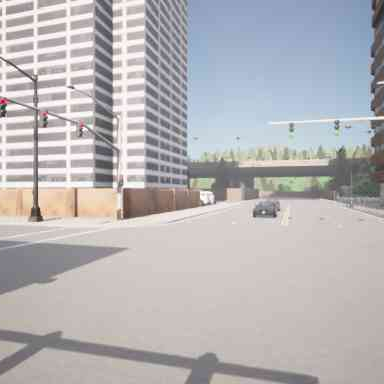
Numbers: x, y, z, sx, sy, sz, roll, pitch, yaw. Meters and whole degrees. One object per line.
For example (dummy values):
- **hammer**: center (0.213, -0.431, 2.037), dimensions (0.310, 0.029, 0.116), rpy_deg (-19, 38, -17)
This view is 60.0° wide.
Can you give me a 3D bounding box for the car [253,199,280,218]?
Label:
- **car**: center (6.777, 1.574, 30.605), dimensions (1.994, 1.385, 4.181), rpy_deg (0, 0, 17)
